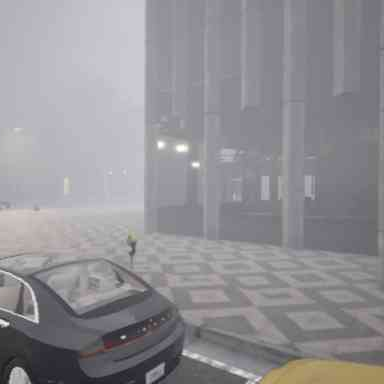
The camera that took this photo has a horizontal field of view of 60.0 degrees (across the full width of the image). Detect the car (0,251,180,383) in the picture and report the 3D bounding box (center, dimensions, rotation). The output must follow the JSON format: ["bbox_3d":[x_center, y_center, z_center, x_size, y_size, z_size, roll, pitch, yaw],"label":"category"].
[{"bbox_3d":[-2.133,1.494,4.472,4.403,1.369,2.008,1,1,35],"label":"car"}]

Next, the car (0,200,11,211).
[{"bbox_3d":[-18.928,1.054,29.814,1.882,1.535,5.008,1,1,35],"label":"car"}]

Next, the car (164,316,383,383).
[{"bbox_3d":[2.324,1.520,1.300,4.829,1.417,1.752,1,1,35],"label":"car"}]
